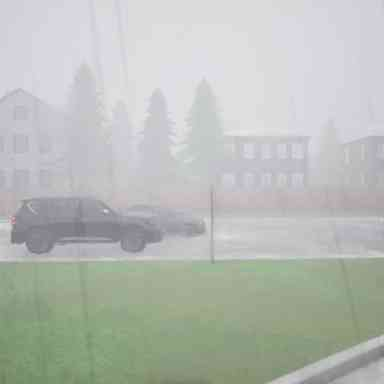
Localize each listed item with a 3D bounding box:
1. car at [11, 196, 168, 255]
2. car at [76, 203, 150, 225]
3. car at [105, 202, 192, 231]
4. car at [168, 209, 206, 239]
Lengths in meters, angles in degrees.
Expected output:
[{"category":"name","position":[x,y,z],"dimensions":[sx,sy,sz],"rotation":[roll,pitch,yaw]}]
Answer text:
[{"category":"car","position":[-3.857,1.173,12.723],"dimensions":[5.566,2.045,2.150],"rotation":[-1,0,-1]},{"category":"car","position":[-5.422,1.499,23.194],"dimensions":[4.718,1.301,1.895],"rotation":[0,0,-1]},{"category":"car","position":[-2.456,1.406,19.750],"dimensions":[4.892,1.490,1.837],"rotation":[-1,0,-1]},{"category":"car","position":[-1.415,1.478,16.269],"dimensions":[4.181,1.385,1.994],"rotation":[0,0,-1]}]
